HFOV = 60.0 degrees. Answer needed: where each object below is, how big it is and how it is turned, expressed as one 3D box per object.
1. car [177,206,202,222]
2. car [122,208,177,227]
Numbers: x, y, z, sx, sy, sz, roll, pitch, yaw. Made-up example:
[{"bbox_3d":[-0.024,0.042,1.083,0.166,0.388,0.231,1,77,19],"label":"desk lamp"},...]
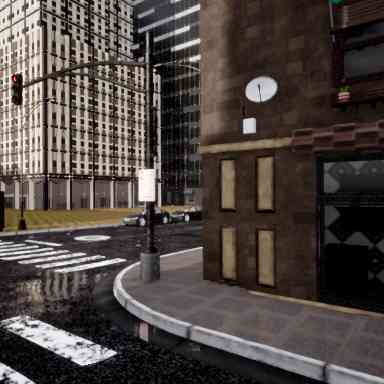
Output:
[{"bbox_3d":[-0.296,1.975,30.465,2.008,1.369,4.403,-2,-2,35],"label":"car"},{"bbox_3d":[-3.500,1.894,25.909,2.008,1.369,4.403,-2,-2,35],"label":"car"}]
